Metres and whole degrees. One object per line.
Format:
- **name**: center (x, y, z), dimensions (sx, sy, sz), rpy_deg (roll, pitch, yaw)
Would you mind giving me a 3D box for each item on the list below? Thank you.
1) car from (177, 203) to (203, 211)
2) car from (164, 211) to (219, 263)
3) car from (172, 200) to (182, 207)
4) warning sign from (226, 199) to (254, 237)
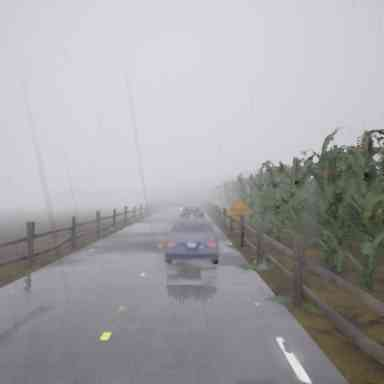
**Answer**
- **car**: center (0.018, 1.874, 28.431), dimensions (1.994, 1.385, 4.181), rpy_deg (0, -1, 0)
- **car**: center (0.006, 1.677, 12.537), dimensions (2.033, 1.411, 5.357), rpy_deg (0, -1, 0)
- **car**: center (-2.780, 2.303, 64.613), dimensions (1.994, 1.385, 4.181), rpy_deg (0, -1, 1)
- **warning sign**: center (2.449, 1.293, 17.102), dimensions (1.300, 1.860, 1.060), rpy_deg (0, -1, 0)
